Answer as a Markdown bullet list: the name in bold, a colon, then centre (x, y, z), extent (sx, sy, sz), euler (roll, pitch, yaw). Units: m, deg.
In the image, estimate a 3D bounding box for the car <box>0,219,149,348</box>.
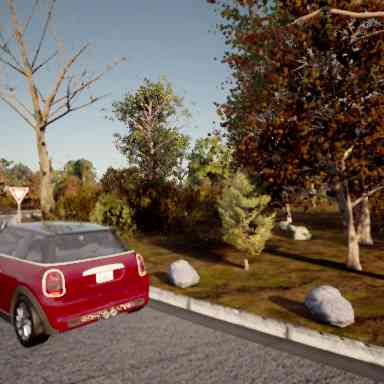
- **car**: centre (-2.950, 1.356, 6.627), extent (4.553, 1.767, 2.097), euler (0, 0, 42)
